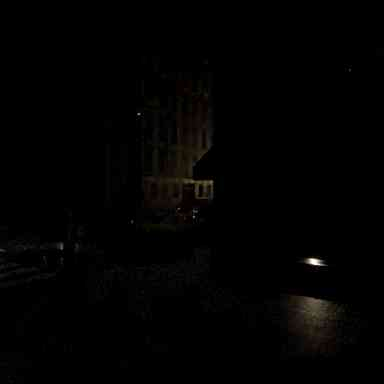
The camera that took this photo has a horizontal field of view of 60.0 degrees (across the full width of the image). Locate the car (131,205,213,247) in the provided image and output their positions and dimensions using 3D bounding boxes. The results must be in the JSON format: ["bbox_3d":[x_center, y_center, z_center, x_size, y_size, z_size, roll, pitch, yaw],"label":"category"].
[{"bbox_3d":[-0.290,1.530,15.123,1.752,1.417,4.829,0,0,36],"label":"car"}]

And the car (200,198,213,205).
[{"bbox_3d":[2.913,1.314,19.604,2.192,1.841,5.009,0,0,36],"label":"car"}]

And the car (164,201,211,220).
[{"bbox_3d":[-0.313,1.521,28.899,1.947,1.339,4.313,0,0,36],"label":"car"}]

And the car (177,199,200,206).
[{"bbox_3d":[0.693,1.321,25.934,2.097,1.767,4.553,0,0,35],"label":"car"}]

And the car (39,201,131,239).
[{"bbox_3d":[-5.141,1.457,17.765,1.882,1.535,5.008,0,0,34],"label":"car"}]

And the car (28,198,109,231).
[{"bbox_3d":[-6.913,1.282,19.656,2.192,1.841,5.009,0,0,36],"label":"car"}]
